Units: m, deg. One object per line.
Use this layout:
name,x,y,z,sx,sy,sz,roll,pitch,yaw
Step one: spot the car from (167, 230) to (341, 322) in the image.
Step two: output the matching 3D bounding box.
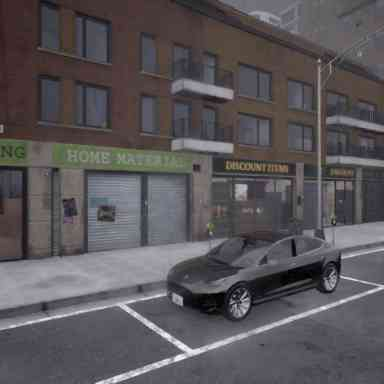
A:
car,1.517,1.566,7.257,4.313,1.339,1.947,0,0,-35
